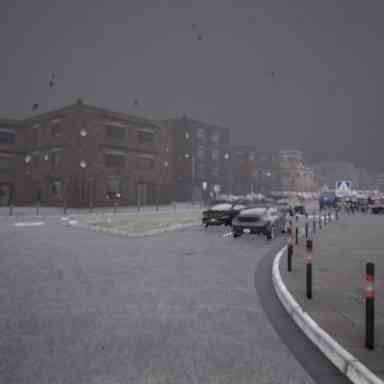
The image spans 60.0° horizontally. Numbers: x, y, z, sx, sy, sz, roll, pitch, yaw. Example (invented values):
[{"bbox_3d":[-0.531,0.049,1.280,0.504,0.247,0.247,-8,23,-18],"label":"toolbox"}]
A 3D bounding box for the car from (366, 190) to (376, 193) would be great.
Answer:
[{"bbox_3d":[29.221,1.040,52.143,2.097,1.767,4.553,1,1,39],"label":"car"}]

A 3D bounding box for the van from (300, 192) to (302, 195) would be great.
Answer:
[{"bbox_3d":[17.643,0.814,62.234,4.442,1.987,1.878,1,1,38],"label":"van"}]

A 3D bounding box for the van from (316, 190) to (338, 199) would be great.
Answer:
[{"bbox_3d":[33.160,0.614,81.755,4.442,1.987,1.878,1,1,39],"label":"van"}]

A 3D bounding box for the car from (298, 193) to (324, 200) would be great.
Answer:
[{"bbox_3d":[26.134,0.919,73.097,4.892,1.521,2.231,1,1,38],"label":"car"}]

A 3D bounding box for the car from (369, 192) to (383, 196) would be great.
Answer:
[{"bbox_3d":[21.862,1.246,35.288,4.553,1.767,2.185,1,1,39],"label":"car"}]

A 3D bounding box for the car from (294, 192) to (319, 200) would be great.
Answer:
[{"bbox_3d":[24.439,0.814,70.922,4.553,1.767,2.185,1,1,38],"label":"car"}]

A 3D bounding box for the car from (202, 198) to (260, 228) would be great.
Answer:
[{"bbox_3d":[2.394,1.408,20.932,1.882,1.535,5.008,1,1,29],"label":"car"}]

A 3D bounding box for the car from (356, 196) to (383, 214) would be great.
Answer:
[{"bbox_3d":[18.429,1.426,31.074,4.792,1.488,2.163,1,1,39],"label":"car"}]

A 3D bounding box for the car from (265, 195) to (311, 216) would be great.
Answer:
[{"bbox_3d":[9.088,1.375,31.110,2.128,1.511,4.902,1,1,36],"label":"car"}]

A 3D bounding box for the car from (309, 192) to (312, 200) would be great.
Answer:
[{"bbox_3d":[20.958,0.861,66.644,4.553,1.767,2.185,1,1,38],"label":"car"}]

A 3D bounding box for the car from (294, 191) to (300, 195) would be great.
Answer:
[{"bbox_3d":[15.981,1.064,60.035,5.366,1.575,1.946,1,1,38],"label":"car"}]

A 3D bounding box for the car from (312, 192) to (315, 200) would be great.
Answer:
[{"bbox_3d":[22.674,0.837,68.802,4.553,1.767,2.185,1,1,38],"label":"car"}]

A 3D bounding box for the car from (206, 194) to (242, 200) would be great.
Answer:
[{"bbox_3d":[3.846,1.099,45.014,4.553,1.767,2.185,1,1,38],"label":"car"}]

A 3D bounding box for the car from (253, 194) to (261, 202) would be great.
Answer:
[{"bbox_3d":[7.257,1.229,49.354,4.674,1.452,2.002,1,1,38],"label":"car"}]

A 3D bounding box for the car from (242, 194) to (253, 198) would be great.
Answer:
[{"bbox_3d":[5.536,1.209,47.201,5.008,1.535,2.097,1,1,38],"label":"car"}]

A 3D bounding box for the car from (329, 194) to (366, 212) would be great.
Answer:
[{"bbox_3d":[17.410,1.353,37.219,2.128,1.511,4.902,1,1,39],"label":"car"}]

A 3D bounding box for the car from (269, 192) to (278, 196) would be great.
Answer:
[{"bbox_3d":[10.685,1.147,53.680,4.892,1.521,2.231,1,1,38],"label":"car"}]

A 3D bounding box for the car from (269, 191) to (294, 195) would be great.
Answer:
[{"bbox_3d":[14.098,0.841,58.007,5.566,2.045,2.435,1,1,38],"label":"car"}]

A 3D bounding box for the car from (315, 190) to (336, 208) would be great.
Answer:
[{"bbox_3d":[18.179,1.030,42.954,2.150,2.045,5.566,1,1,39],"label":"car"}]

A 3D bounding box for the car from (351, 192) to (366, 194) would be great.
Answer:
[{"bbox_3d":[28.953,1.158,56.481,1.812,1.442,4.674,1,1,39],"label":"car"}]

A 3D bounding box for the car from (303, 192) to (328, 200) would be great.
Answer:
[{"bbox_3d":[27.850,0.897,75.256,4.892,1.521,2.231,1,1,38],"label":"car"}]

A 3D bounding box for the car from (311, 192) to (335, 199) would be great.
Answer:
[{"bbox_3d":[31.280,0.859,79.571,4.892,1.521,2.231,1,1,38],"label":"car"}]

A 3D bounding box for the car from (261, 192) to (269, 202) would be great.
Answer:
[{"bbox_3d":[8.995,1.043,51.493,4.553,1.767,2.185,1,1,38],"label":"car"}]

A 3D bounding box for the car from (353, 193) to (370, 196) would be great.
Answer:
[{"bbox_3d":[23.515,1.275,44.935,2.128,1.511,4.902,1,1,39],"label":"car"}]

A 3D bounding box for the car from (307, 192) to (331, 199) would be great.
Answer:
[{"bbox_3d":[29.565,0.878,77.414,4.892,1.521,2.231,1,1,38],"label":"car"}]

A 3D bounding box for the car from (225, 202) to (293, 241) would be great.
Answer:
[{"bbox_3d":[3.547,1.468,16.850,1.837,1.490,4.892,0,0,28],"label":"car"}]

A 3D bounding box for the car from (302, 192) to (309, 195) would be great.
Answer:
[{"bbox_3d":[19.263,1.013,64.471,5.008,1.535,2.097,1,1,38],"label":"car"}]
